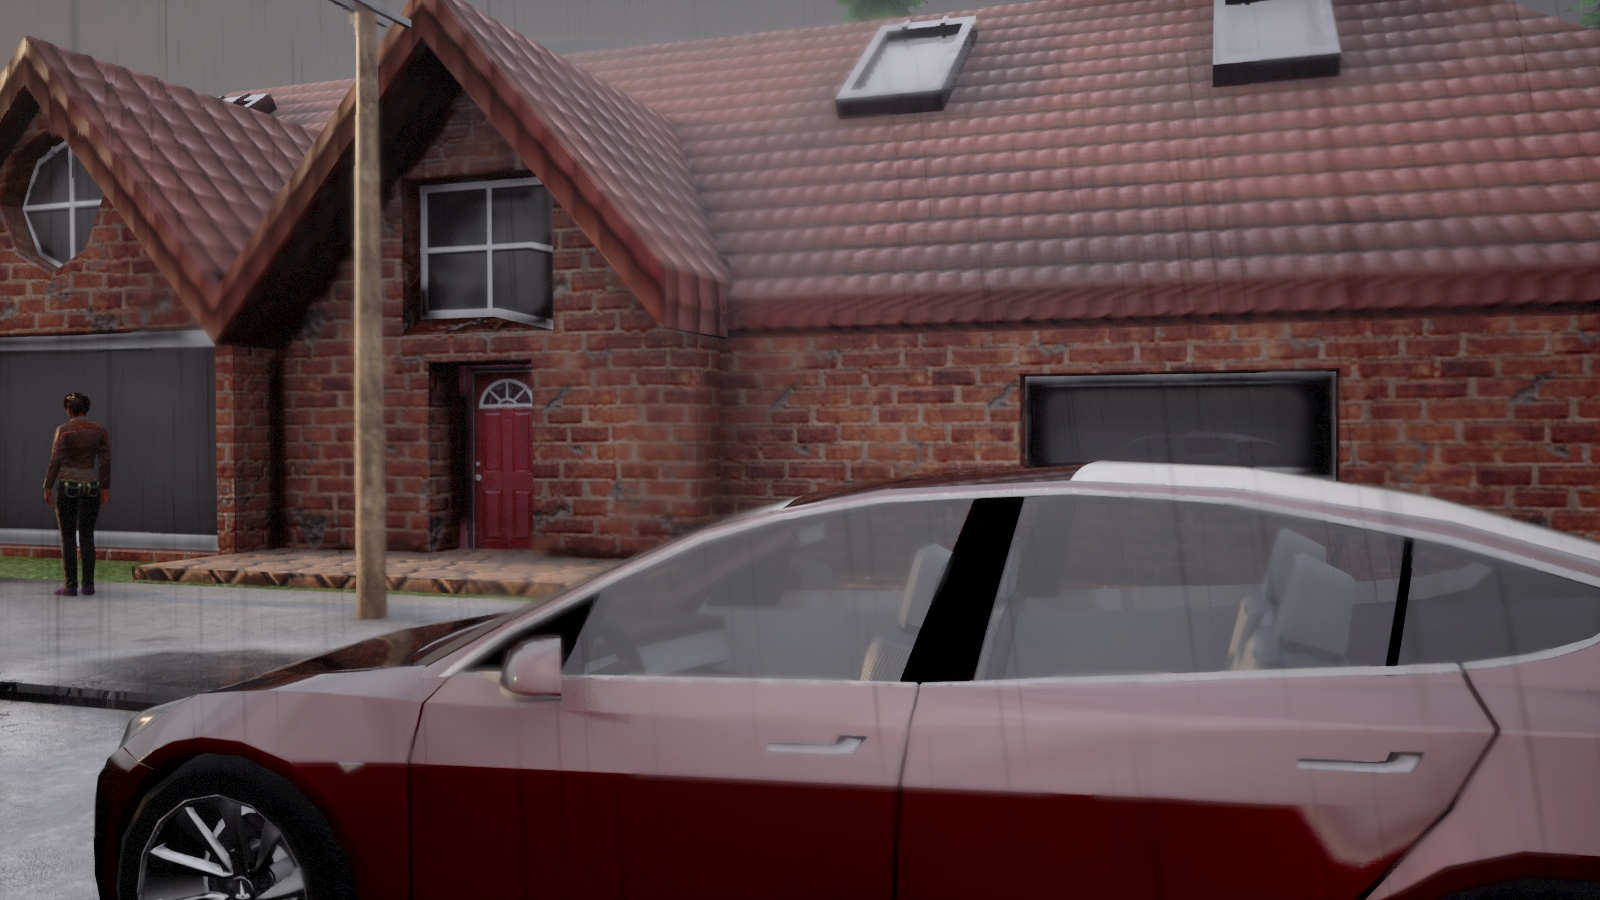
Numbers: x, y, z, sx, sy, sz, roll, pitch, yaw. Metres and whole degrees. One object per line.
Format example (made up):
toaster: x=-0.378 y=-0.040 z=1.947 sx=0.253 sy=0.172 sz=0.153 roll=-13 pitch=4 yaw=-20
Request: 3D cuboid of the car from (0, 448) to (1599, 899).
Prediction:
car: x=0.350 y=0.770 z=3.606 sx=4.792 sy=1.488 sz=2.163 roll=1 pitch=1 yaw=18

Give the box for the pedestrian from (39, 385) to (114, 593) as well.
pedestrian: x=-6.520 y=0.331 z=11.311 sx=0.869 sy=1.805 sz=0.328 roll=1 pitch=1 yaw=42
